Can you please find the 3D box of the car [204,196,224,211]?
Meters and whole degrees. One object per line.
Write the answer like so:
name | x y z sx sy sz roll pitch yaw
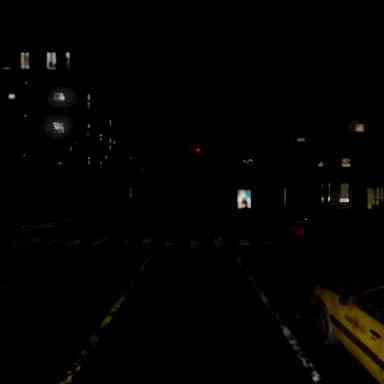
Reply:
car | 2.847 1.445 41.512 1.967 1.590 4.097 0 0 0

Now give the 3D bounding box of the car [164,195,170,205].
car | -5.463 1.572 58.624 2.008 1.369 4.403 0 0 0

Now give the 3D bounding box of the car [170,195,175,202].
car | -5.395 1.566 75.544 1.752 1.417 4.829 0 0 0

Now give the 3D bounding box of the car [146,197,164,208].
car | -5.510 1.561 47.230 2.008 1.369 4.403 0 0 0

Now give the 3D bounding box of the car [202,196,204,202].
car | 2.894 1.596 52.905 1.802 1.307 4.206 0 0 0

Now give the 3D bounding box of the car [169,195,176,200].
car | -5.326 1.594 92.633 1.752 1.417 4.829 -1 0 0

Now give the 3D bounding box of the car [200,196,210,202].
car | 2.986 1.591 75.692 2.008 1.369 4.403 -1 0 0

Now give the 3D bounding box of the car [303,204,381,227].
car | 10.078 1.563 22.431 4.892 1.490 1.837 0 0 0

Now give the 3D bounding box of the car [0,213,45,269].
car | -5.665 1.525 8.909 1.752 1.417 4.829 0 0 0

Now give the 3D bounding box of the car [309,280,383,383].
car | 2.694 1.524 3.514 1.752 1.417 4.829 0 0 0

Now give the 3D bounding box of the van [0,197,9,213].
van | -17.655 1.281 28.029 3.998 1.788 1.690 0 0 0
